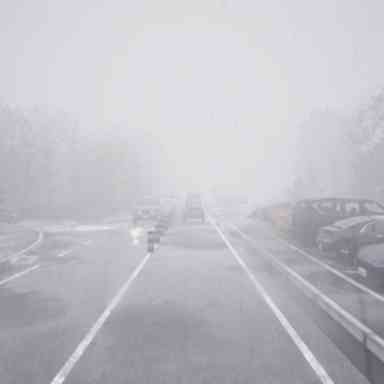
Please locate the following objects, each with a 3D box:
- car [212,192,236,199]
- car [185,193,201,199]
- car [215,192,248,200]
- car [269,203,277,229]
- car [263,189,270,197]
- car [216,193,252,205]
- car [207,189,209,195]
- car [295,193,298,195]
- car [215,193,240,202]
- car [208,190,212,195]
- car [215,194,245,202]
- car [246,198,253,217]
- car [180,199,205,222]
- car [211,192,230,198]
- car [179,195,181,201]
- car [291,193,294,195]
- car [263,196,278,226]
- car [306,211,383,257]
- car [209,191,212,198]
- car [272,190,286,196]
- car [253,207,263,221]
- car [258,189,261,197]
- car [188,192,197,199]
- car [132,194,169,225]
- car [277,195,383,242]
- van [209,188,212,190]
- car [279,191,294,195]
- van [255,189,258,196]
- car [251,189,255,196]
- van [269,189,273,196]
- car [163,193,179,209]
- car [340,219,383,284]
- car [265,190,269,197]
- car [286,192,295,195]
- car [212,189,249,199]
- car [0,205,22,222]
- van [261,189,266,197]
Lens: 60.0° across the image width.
[{"bbox_3d":[7.274,0.784,77.008,5.366,1.575,1.946,0,1,1],"label":"car"},{"bbox_3d":[0.162,1.128,47.975,2.150,2.045,5.566,0,1,0],"label":"car"},{"bbox_3d":[6.905,1.282,57.587,5.008,1.535,2.097,0,1,1],"label":"car"},{"bbox_3d":[6.752,1.485,16.644,5.008,1.535,2.097,0,1,1],"label":"car"},{"bbox_3d":[20.223,0.752,79.599,4.792,1.488,2.163,0,1,1],"label":"car"},{"bbox_3d":[6.843,1.383,54.813,4.792,1.488,2.163,0,1,1],"label":"car"},{"bbox_3d":[7.194,0.558,90.881,4.792,1.488,2.163,0,1,1],"label":"car"},{"bbox_3d":[19.984,1.219,54.805,4.553,1.767,2.185,0,1,1],"label":"car"},{"bbox_3d":[6.987,1.067,65.913,4.892,1.521,2.231,0,1,1],"label":"car"},{"bbox_3d":[6.877,0.847,74.360,5.366,1.575,1.946,0,1,1],"label":"car"},{"bbox_3d":[7.139,1.135,63.135,5.366,1.575,1.946,0,1,1],"label":"car"},{"bbox_3d":[6.816,1.369,24.992,4.792,1.488,2.163,0,1,1],"label":"car"},{"bbox_3d":[0.138,1.691,28.916,2.128,1.511,4.902,0,0,0],"label":"car"},{"bbox_3d":[7.199,0.653,85.329,4.792,1.488,2.163,0,1,1],"label":"car"},{"bbox_3d":[-3.151,1.082,65.651,2.033,1.411,5.357,0,1,0],"label":"car"},{"bbox_3d":[19.949,1.306,57.454,4.792,1.488,2.163,0,1,1],"label":"car"},{"bbox_3d":[6.818,1.316,19.420,4.553,1.767,2.185,0,1,1],"label":"car"},{"bbox_3d":[6.692,1.546,11.061,4.892,1.521,2.231,0,0,1],"label":"car"},{"bbox_3d":[6.822,0.992,68.689,5.366,1.575,1.946,0,1,1],"label":"car"},{"bbox_3d":[20.115,0.739,68.522,5.566,2.045,2.435,0,1,1],"label":"car"},{"bbox_3d":[6.846,1.420,22.208,4.792,1.488,2.163,0,1,1],"label":"car"},{"bbox_3d":[20.253,0.619,85.135,5.008,1.535,2.097,0,1,1],"label":"car"},{"bbox_3d":[0.137,0.859,75.489,1.812,1.442,4.674,0,1,0],"label":"car"},{"bbox_3d":[-3.316,1.422,26.471,2.150,2.045,5.566,0,0,0],"label":"car"},{"bbox_3d":[6.756,1.268,13.847,5.566,2.045,2.435,0,1,1],"label":"car"},{"bbox_3d":[7.313,0.350,88.100,4.442,1.987,1.878,0,1,1],"label":"van"},{"bbox_3d":[19.847,1.130,62.993,5.366,1.575,1.946,0,1,1],"label":"car"},{"bbox_3d":[20.185,0.298,90.671,4.442,1.987,1.878,0,1,1],"label":"van"},{"bbox_3d":[20.301,0.225,93.439,5.566,2.045,2.435,0,1,1],"label":"car"},{"bbox_3d":[20.258,0.620,74.183,4.442,1.987,1.878,0,1,1],"label":"van"},{"bbox_3d":[-3.278,1.193,44.882,2.150,2.045,5.566,0,1,1],"label":"car"},{"bbox_3d":[6.640,1.589,8.282,4.792,1.488,2.163,0,0,1],"label":"car"},{"bbox_3d":[20.197,0.810,76.960,4.792,1.488,2.163,0,1,1],"label":"car"},{"bbox_3d":[20.003,1.245,60.223,4.674,1.452,2.002,0,1,1],"label":"car"},{"bbox_3d":[6.955,0.959,60.355,5.566,2.045,2.435,0,1,1],"label":"car"},{"bbox_3d":[-17.206,1.864,29.789,4.902,1.511,2.128,-1,-3,32],"label":"car"},{"bbox_3d":[20.112,0.444,82.347,4.442,1.987,1.878,0,1,0],"label":"van"}]
